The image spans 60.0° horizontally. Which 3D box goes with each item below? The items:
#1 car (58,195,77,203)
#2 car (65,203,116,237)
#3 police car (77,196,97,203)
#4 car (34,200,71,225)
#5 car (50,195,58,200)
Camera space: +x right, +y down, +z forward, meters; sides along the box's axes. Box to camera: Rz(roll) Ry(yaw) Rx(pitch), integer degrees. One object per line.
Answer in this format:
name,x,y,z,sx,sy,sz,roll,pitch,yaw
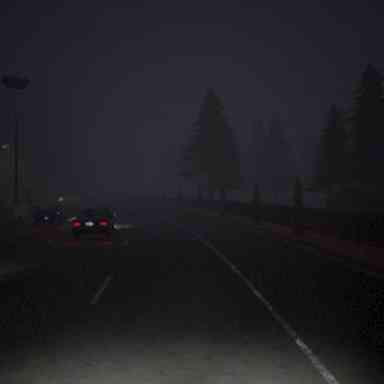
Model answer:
car,-26.617,1.532,72.180,1.801,1.575,5.366,0,0,-41
car,-5.240,1.563,18.138,2.033,1.411,5.357,0,0,-10
police car,-19.740,1.484,63.539,1.930,1.638,5.238,0,0,-36
car,-10.233,1.555,24.272,1.812,1.442,4.674,0,0,-14
car,-31.110,1.544,76.987,1.801,1.575,5.366,0,0,-45
